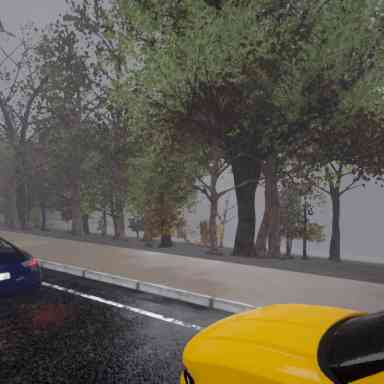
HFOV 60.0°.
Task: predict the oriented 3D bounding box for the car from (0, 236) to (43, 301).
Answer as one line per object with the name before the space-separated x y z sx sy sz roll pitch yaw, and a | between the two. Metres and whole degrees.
car | -5.204 1.562 7.407 4.181 1.385 1.994 0 0 36

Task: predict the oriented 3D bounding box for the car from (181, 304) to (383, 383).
car | 2.174 1.478 2.134 5.008 1.535 1.882 0 0 36
